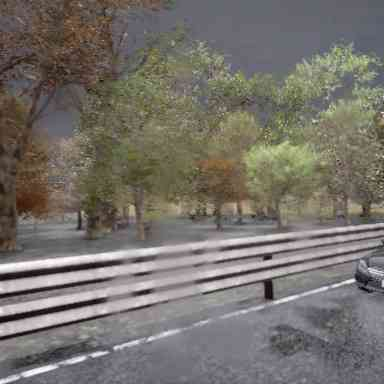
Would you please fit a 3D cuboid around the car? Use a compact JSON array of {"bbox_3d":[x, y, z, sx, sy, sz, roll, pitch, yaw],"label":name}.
[{"bbox_3d":[5.704,1.541,7.752,4.674,1.442,1.812,0,0,-36],"label":"car"}]
